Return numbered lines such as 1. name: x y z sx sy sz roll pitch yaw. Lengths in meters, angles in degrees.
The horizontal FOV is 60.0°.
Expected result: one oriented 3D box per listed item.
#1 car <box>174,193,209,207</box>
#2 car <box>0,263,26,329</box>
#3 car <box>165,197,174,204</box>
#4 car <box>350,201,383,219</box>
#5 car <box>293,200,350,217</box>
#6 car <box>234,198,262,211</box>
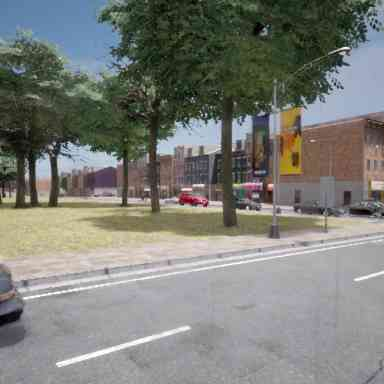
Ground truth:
1. car: 0.151 1.136 49.165 2.150 2.045 5.566 1 0 -35
2. car: -5.075 1.547 4.062 5.357 1.411 2.033 0 0 -36
3. car: -2.918 1.488 58.452 1.895 1.301 4.718 1 0 -35
4. car: 16.373 1.630 31.173 2.128 1.511 4.902 0 0 -36
5. car: 12.178 1.588 32.240 1.837 1.490 4.892 1 0 -35
6. car: 6.352 1.496 40.431 1.837 1.490 4.892 1 0 -35
